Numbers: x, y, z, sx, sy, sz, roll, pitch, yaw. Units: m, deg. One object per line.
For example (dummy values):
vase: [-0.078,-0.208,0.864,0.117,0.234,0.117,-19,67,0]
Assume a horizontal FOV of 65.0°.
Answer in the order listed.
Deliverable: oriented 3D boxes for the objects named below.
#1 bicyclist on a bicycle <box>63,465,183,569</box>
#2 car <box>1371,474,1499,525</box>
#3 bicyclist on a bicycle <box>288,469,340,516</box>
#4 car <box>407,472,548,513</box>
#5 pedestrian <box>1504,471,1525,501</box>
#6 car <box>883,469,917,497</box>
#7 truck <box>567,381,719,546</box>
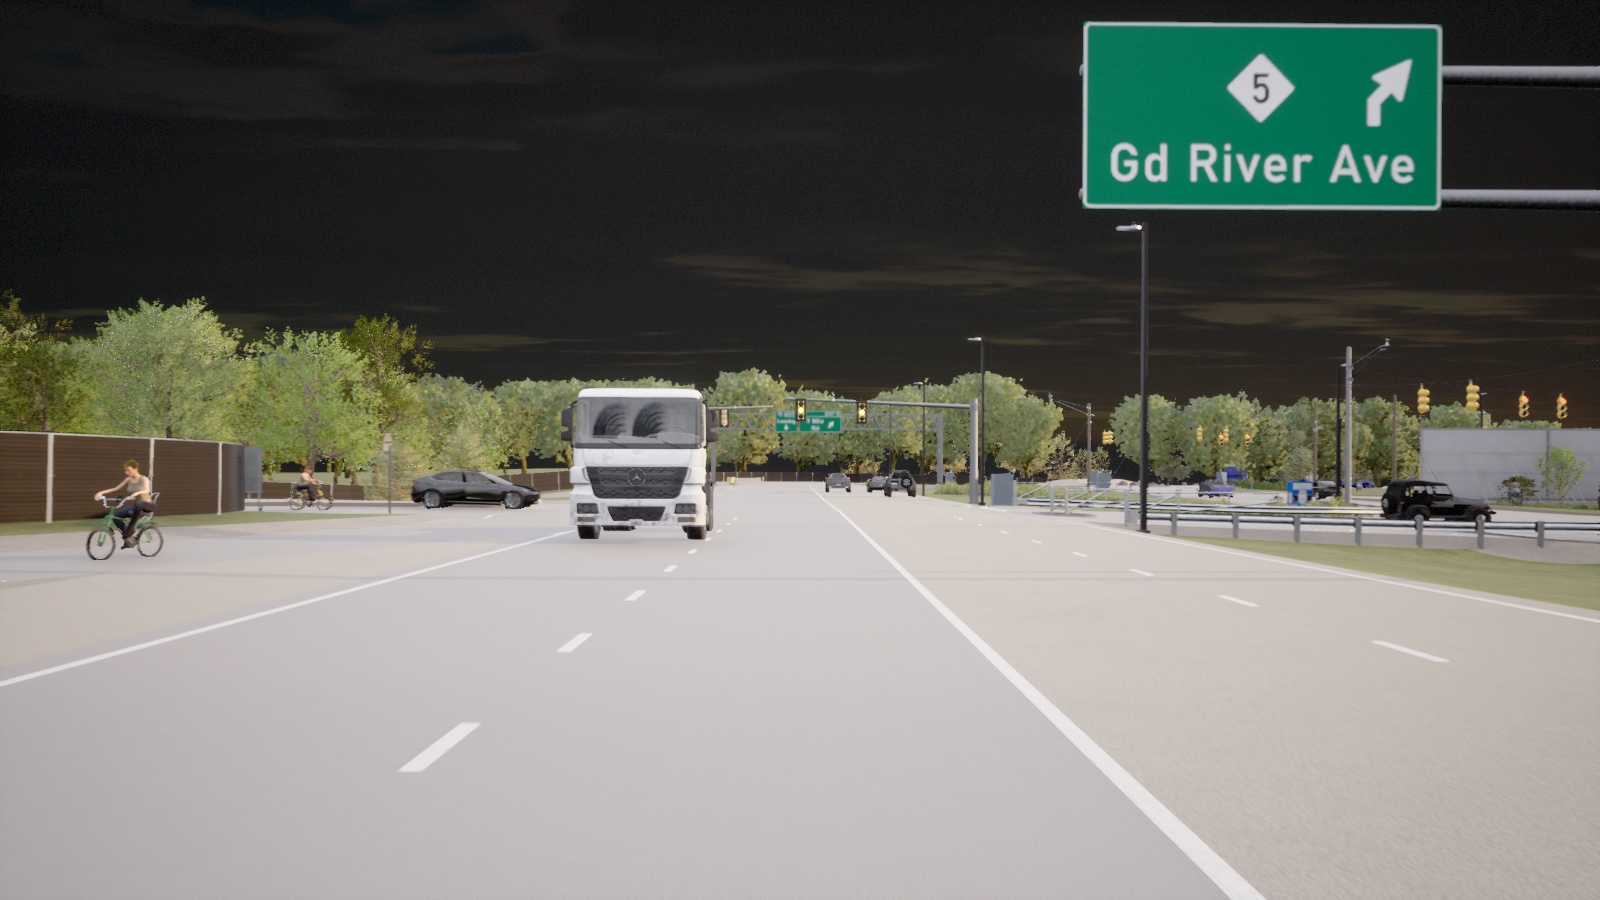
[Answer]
bicyclist on a bicycle: [-10.933,1.053,20.331,0.866,1.612,1.509,0,-1,18]
car: [24.165,1.873,47.885,3.866,1.878,1.905,0,-1,0]
bicyclist on a bicycle: [-17.102,1.493,44.201,1.509,1.612,0.866,0,0,0]
car: [-12.207,1.600,47.744,4.792,1.488,2.163,0,-1,0]
pedestrian: [46.130,2.312,81.086,0.874,1.855,0.900,0,0,1]
car: [6.801,2.214,85.677,1.932,1.855,4.605,0,-1,0]
truck: [-3.553,0.346,30.274,2.891,3.462,7.936,0,-1,-2]
